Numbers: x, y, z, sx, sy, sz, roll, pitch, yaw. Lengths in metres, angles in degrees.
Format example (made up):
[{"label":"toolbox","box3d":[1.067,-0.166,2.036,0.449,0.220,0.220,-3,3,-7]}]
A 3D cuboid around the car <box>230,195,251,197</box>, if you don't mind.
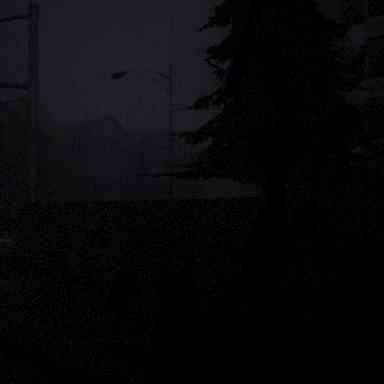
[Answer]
[{"label":"car","box3d":[5.324,1.406,39.486,2.150,2.045,5.566,0,0,36]}]
